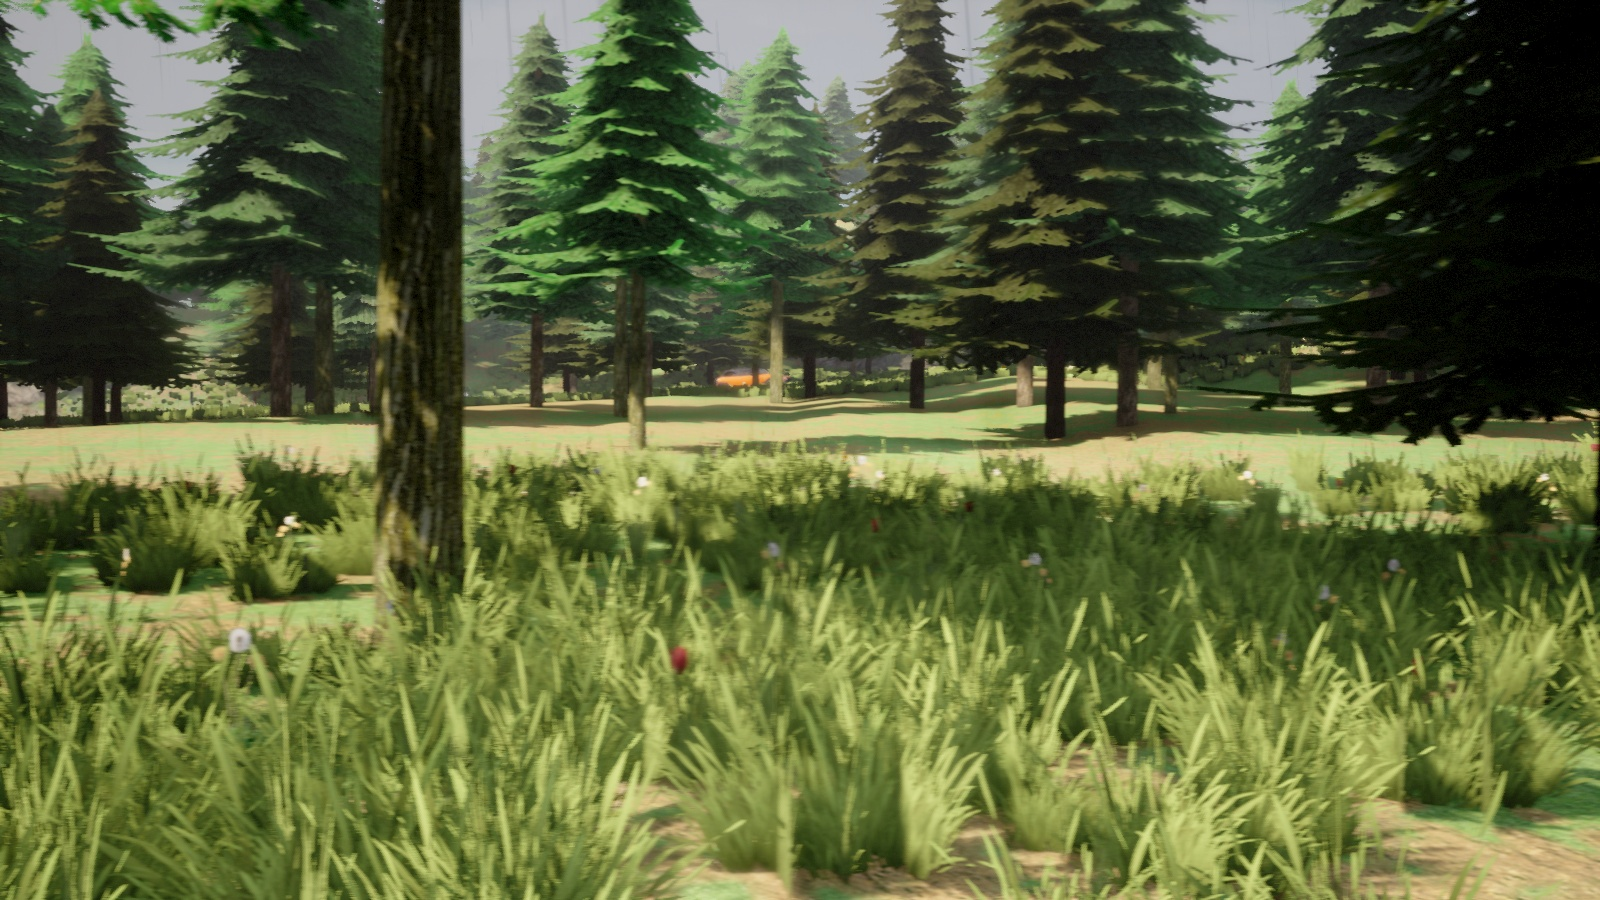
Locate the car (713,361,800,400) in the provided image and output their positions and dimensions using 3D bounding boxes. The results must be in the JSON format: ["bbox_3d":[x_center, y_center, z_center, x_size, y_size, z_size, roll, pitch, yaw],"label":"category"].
[{"bbox_3d":[-2.572,-4.097,74.510,4.553,1.767,2.097,-6,-1,16],"label":"car"}]
